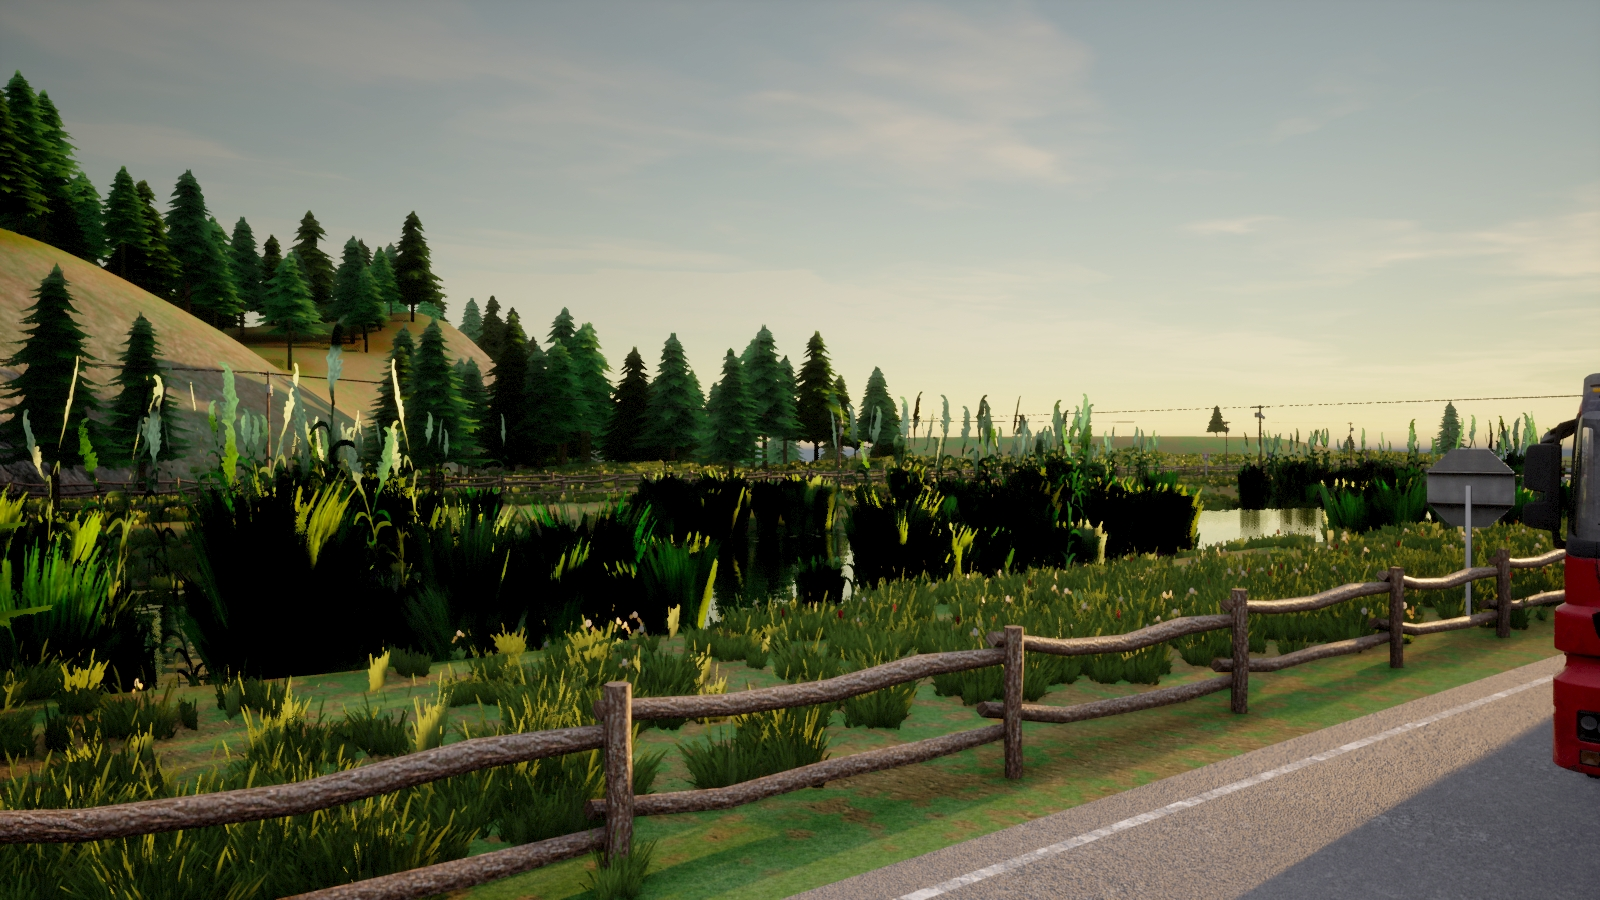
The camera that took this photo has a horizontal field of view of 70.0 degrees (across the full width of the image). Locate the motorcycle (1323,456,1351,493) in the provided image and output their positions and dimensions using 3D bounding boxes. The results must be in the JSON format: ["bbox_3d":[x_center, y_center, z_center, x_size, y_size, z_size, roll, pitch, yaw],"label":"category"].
[{"bbox_3d":[35.009,1.577,74.471,2.033,2.348,0.803,0,0,-39],"label":"motorcycle"}]

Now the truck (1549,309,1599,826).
[{"bbox_3d":[9.524,0.862,10.952,2.891,3.827,8.468,0,0,40],"label":"truck"}]
